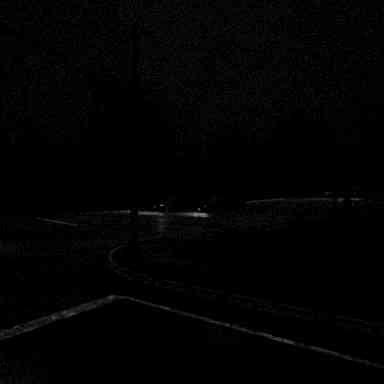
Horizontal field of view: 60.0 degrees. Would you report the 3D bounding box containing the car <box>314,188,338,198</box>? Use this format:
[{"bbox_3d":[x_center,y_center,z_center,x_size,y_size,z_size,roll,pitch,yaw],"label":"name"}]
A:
[{"bbox_3d":[19.002,0.101,45.685,4.718,1.301,1.895,-3,2,-27],"label":"car"}]

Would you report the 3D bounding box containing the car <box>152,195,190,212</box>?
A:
[{"bbox_3d":[-1.545,1.093,32.276,4.892,1.490,1.837,-2,2,-39],"label":"car"}]

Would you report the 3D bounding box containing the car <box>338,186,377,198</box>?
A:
[{"bbox_3d":[21.768,-0.055,43.168,5.008,1.535,1.882,-3,2,-27],"label":"car"}]

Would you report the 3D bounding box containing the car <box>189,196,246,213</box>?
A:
[{"bbox_3d":[2.734,1.100,31.274,5.357,1.411,2.033,-2,2,-37],"label":"car"}]
